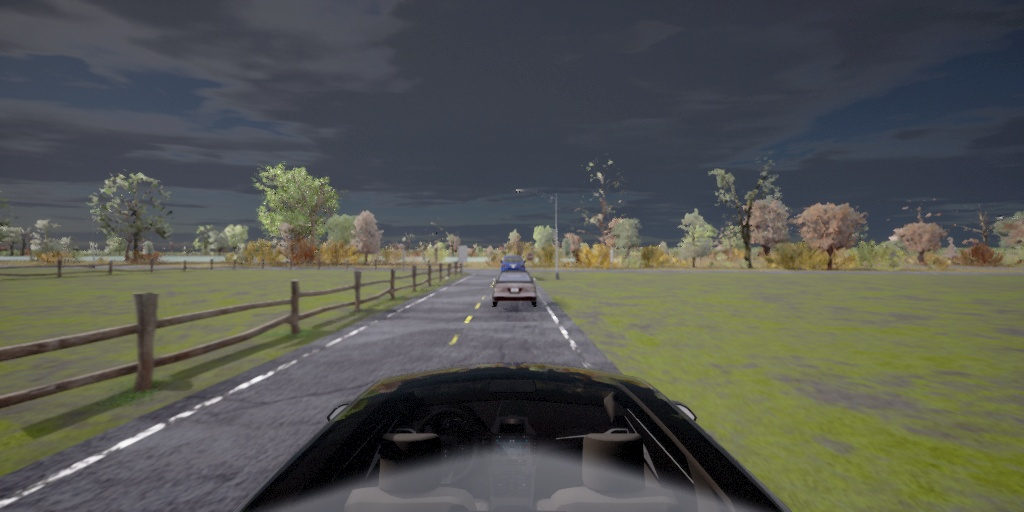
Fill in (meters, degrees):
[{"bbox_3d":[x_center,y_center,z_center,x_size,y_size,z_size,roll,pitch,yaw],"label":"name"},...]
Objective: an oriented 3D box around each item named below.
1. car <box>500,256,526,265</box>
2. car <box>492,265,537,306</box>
[{"bbox_3d":[0.105,0.979,32.540,2.150,2.045,5.566,0,0,0],"label":"car"},{"bbox_3d":[0.103,1.305,15.795,2.033,1.411,5.357,0,0,0],"label":"car"}]
